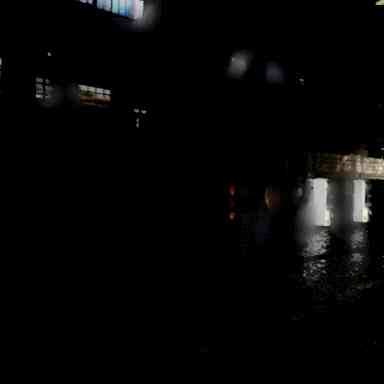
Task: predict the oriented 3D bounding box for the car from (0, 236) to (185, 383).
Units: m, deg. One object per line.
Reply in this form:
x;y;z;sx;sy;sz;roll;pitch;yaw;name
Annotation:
-2.198;1.445;4.544;4.097;1.590;1.967;0;-1;-35;car
